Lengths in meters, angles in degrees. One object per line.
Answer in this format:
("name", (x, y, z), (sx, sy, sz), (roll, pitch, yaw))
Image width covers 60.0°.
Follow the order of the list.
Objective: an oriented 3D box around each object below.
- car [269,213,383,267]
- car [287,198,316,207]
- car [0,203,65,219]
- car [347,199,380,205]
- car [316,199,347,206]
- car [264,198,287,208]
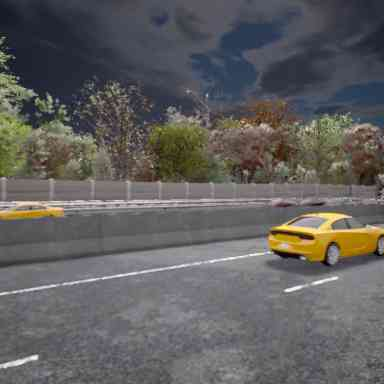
("car", (4.818, 1.478, 11.484), (5.008, 1.535, 1.882), (0, 0, -35))
("car", (14.114, 1.494, 39.848), (5.008, 1.535, 1.882), (0, 0, -35))
("car", (-11.055, 1.478, 21.902), (5.008, 1.535, 1.882), (0, 0, -35))
("car", (18.266, 1.581, 34.213), (4.181, 1.385, 1.994), (0, 0, -35))
("car", (16.402, 1.522, 37.183), (4.892, 1.490, 1.837), (0, 0, -35))
("car", (11.136, 1.541, 42.024), (4.674, 1.442, 1.812), (0, 0, -35))
